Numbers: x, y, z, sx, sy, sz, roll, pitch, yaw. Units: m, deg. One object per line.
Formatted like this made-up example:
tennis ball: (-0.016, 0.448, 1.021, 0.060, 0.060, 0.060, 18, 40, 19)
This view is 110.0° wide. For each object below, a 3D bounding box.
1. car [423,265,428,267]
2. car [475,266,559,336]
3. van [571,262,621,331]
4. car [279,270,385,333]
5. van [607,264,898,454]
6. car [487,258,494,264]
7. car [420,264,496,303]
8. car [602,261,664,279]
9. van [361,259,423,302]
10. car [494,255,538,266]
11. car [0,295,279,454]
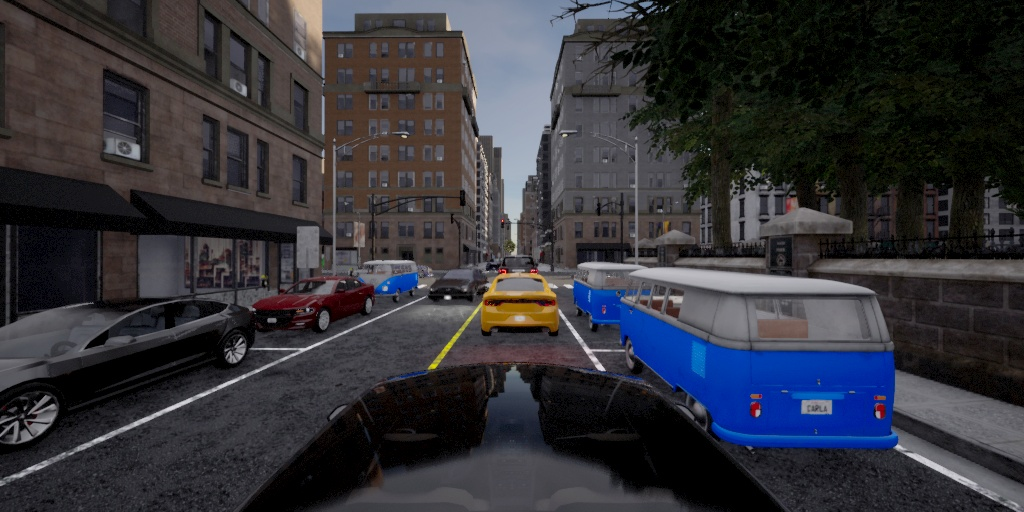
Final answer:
car: (-9.402, 1.090, 31.818, 4.553, 1.767, 2.097, 0, 0, 0)
car: (0.224, 1.226, 10.405, 1.882, 1.535, 5.008, 0, 0, 1)
van: (2.827, 1.089, 10.658, 1.690, 1.789, 3.998, 0, 0, 1)
car: (-5.697, 1.293, 10.818, 1.888, 1.381, 4.507, 0, 0, 1)
van: (2.714, 1.090, 5.001, 1.690, 1.789, 3.998, 0, 0, 1)
car: (-2.311, 1.084, 49.610, 2.097, 1.767, 4.553, 0, 0, 2)
car: (-2.325, 1.293, 17.127, 2.033, 1.411, 5.357, 0, 0, 6)
car: (10.613, 1.226, 31.686, 4.892, 1.490, 1.837, 0, 0, 0)
van: (-5.584, 1.087, 16.477, 1.690, 1.789, 3.998, 0, 0, 1)
car: (0.328, 0.965, 20.361, 2.150, 2.045, 5.566, 0, 0, 0)
car: (-5.809, 1.315, 5.159, 1.948, 1.339, 4.313, 0, 0, 1)
